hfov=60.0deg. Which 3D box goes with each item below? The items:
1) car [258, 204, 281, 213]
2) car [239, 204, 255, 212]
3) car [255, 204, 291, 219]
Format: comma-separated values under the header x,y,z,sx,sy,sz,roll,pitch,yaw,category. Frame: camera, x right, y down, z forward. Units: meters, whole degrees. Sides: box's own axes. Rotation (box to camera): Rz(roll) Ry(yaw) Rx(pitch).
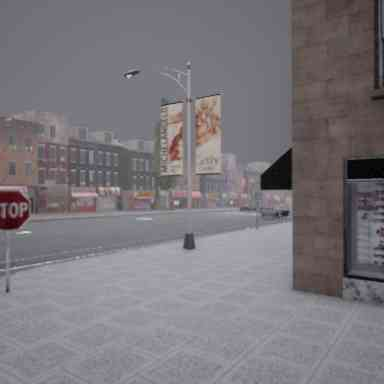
x,y,z,sx,sy,sz,roll,pitch,yaw,category
11.985,2.522,51.102,1.895,1.301,4.718,0,-1,35,car
9.331,2.533,52.976,1.895,1.301,4.718,0,-1,35,car
9.073,2.069,35.711,2.128,1.511,4.902,0,-1,35,car
